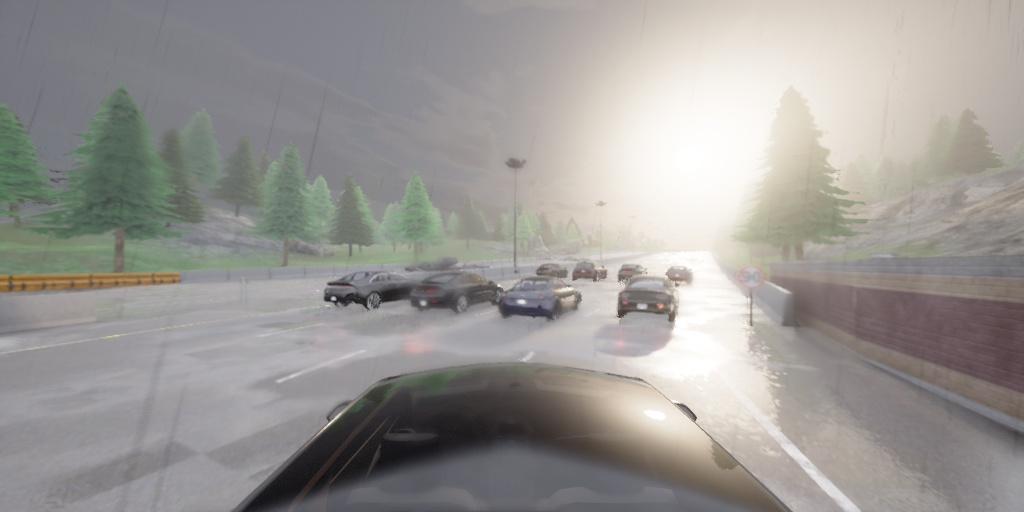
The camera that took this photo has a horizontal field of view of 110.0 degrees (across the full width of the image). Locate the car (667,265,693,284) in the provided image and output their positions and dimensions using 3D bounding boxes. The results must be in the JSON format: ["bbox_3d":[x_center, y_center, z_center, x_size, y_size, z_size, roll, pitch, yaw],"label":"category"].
[{"bbox_3d":[13.697,1.455,29.421,1.994,1.385,4.181,0,0,28],"label":"car"}]

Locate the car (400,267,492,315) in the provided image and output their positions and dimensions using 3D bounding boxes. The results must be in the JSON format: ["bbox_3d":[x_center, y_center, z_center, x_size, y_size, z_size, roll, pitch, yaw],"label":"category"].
[{"bbox_3d":[-2.033,1.385,14.553,1.837,1.490,4.892,0,-1,25],"label":"car"}]

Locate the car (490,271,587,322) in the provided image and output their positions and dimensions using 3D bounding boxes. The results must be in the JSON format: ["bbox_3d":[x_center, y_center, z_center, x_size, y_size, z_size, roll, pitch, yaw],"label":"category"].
[{"bbox_3d":[1.168,1.438,13.151,1.994,1.385,4.181,0,-1,25],"label":"car"}]

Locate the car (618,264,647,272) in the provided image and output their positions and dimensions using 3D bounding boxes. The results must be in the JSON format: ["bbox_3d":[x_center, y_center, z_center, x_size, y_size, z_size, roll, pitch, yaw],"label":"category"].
[{"bbox_3d":[10.227,1.407,30.361,1.837,1.490,4.892,0,0,28],"label":"car"}]

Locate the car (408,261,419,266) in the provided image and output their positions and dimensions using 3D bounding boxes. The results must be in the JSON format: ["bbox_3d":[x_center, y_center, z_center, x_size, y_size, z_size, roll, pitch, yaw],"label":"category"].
[{"bbox_3d":[-12.209,1.453,48.149,1.837,1.490,4.892,0,0,28],"label":"car"}]

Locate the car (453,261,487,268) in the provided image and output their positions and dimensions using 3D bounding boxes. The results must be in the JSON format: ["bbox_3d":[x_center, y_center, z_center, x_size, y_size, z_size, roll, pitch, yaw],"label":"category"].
[{"bbox_3d":[-4.224,1.536,40.844,1.895,1.301,4.718,0,0,28],"label":"car"}]

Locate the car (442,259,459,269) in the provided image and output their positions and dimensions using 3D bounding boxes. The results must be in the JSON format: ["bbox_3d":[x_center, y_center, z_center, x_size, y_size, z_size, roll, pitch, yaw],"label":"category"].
[{"bbox_3d":[-6.142,1.458,44.657,1.812,1.442,4.674,0,0,28],"label":"car"}]

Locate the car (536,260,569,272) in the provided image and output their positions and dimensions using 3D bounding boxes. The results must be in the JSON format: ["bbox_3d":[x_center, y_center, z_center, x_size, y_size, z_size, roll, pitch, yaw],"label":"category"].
[{"bbox_3d":[3.794,1.426,33.177,1.837,1.490,4.892,0,0,28],"label":"car"}]

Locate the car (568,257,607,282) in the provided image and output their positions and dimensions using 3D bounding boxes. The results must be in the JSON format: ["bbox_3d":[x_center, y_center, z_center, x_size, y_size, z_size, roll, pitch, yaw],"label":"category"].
[{"bbox_3d":[6.939,1.263,31.638,2.097,1.767,4.553,0,0,28],"label":"car"}]

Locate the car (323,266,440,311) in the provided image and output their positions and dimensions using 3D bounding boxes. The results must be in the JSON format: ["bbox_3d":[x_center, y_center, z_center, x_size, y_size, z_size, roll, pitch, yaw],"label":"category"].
[{"bbox_3d":[-5.510,1.371,15.290,2.128,1.511,4.902,0,-1,24],"label":"car"}]

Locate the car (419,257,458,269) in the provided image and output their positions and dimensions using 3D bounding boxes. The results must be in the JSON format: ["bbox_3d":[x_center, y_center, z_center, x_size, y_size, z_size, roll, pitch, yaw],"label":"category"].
[{"bbox_3d":[-9.027,1.159,46.681,2.150,2.045,5.566,0,0,28],"label":"car"}]

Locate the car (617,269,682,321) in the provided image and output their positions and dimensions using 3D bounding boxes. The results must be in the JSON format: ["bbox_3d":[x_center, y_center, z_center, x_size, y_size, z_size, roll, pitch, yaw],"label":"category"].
[{"bbox_3d":[5.089,1.407,13.232,1.812,1.442,4.674,0,0,27],"label":"car"}]
